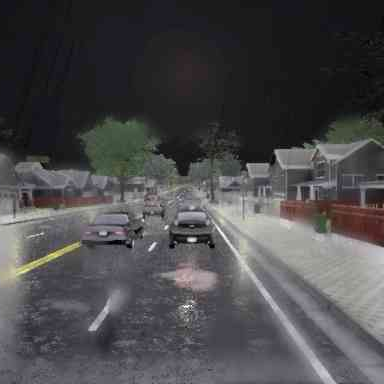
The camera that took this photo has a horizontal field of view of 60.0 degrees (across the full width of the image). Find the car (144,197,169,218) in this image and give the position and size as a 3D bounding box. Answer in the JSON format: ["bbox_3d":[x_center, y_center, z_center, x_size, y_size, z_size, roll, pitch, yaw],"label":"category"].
[{"bbox_3d":[-3.249,1.509,29.656,2.128,1.511,4.902,0,0,0],"label":"car"}]

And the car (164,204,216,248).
[{"bbox_3d":[0.001,1.515,14.654,1.837,1.490,4.892,0,0,0],"label":"car"}]

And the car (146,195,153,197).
[{"bbox_3d":[-9.748,1.486,75.962,2.033,1.411,5.357,0,0,0],"label":"car"}]

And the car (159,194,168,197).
[{"bbox_3d":[-6.498,1.301,75.991,2.097,1.767,4.553,0,0,0],"label":"car"}]

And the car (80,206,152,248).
[{"bbox_3d":[-3.249,1.562,14.654,2.033,1.411,5.357,0,0,0],"label":"car"}]

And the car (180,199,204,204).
[{"bbox_3d":[0.001,1.380,29.626,2.097,1.767,4.553,0,0,0],"label":"car"}]
